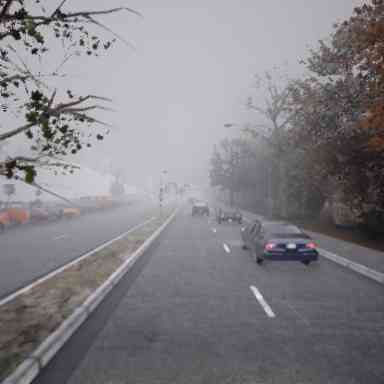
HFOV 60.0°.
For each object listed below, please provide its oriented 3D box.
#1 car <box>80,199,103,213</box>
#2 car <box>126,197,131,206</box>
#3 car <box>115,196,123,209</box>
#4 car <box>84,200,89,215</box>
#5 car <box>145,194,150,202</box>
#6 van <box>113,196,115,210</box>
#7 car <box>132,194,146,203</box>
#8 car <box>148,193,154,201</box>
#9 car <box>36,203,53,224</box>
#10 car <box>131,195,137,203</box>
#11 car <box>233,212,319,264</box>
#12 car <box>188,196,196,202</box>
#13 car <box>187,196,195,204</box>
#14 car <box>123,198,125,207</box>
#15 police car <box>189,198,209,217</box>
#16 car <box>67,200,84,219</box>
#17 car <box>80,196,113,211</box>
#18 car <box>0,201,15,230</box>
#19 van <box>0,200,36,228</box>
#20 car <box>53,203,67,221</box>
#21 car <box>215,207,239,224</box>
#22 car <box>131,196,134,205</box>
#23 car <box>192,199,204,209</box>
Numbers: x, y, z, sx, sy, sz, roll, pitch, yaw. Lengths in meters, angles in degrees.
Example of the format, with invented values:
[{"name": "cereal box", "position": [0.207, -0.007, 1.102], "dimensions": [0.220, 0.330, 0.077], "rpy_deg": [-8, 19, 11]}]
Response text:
[{"name": "car", "position": [-13.864, 1.951, 41.441], "dimensions": [4.674, 1.452, 2.002], "rpy_deg": [-1, 0, -20]}, {"name": "car", "position": [-13.830, 1.782, 59.352], "dimensions": [4.553, 1.767, 2.185], "rpy_deg": [-1, 0, -20]}, {"name": "car", "position": [-13.841, 1.661, 50.409], "dimensions": [5.566, 2.045, 2.435], "rpy_deg": [-1, 0, -20]}, {"name": "car", "position": [-13.843, 1.923, 35.484], "dimensions": [4.792, 1.488, 2.163], "rpy_deg": [-1, -1, -20]}, {"name": "car", "position": [-14.016, 1.893, 83.273], "dimensions": [5.366, 1.575, 1.946], "rpy_deg": [-1, 0, -20]}, {"name": "van", "position": [-13.759, 1.687, 47.456], "dimensions": [4.442, 1.987, 1.878], "rpy_deg": [-1, 0, -20]}, {"name": "car", "position": [-13.822, 1.929, 77.349], "dimensions": [4.792, 1.488, 2.163], "rpy_deg": [-1, 0, -20]}, {"name": "car", "position": [-13.818, 1.626, 89.364], "dimensions": [5.566, 2.045, 2.435], "rpy_deg": [-1, 0, -20]}, {"name": "car", "position": [-13.870, 1.871, 26.515], "dimensions": [4.674, 1.452, 2.002], "rpy_deg": [-1, 0, -20]}, {"name": "car", "position": [-13.829, 1.935, 65.343], "dimensions": [4.792, 1.488, 2.163], "rpy_deg": [-1, 0, -20]}, {"name": "car", "position": [3.011, 1.713, 12.540], "dimensions": [2.033, 1.411, 5.357], "rpy_deg": [0, -1, 0]}, {"name": "car", "position": [-0.005, 1.815, 88.957], "dimensions": [2.128, 1.511, 4.902], "rpy_deg": [0, 0, 0]}, {"name": "car", "position": [-0.005, 1.810, 73.957], "dimensions": [1.837, 1.490, 4.892], "rpy_deg": [0, 0, 0]}, {"name": "car", "position": [-13.855, 1.913, 53.378], "dimensions": [4.892, 1.521, 2.231], "rpy_deg": [-1, 0, -20]}, {"name": "police car", "position": [0.898, 1.833, 37.489], "dimensions": [1.930, 1.638, 5.238], "rpy_deg": [0, 0, 0]}, {"name": "car", "position": [-13.700, 1.873, 32.557], "dimensions": [5.366, 1.575, 1.946], "rpy_deg": [-1, -1, -20]}, {"name": "car", "position": [-13.895, 1.664, 44.413], "dimensions": [5.566, 2.045, 2.435], "rpy_deg": [-1, 0, -20]}, {"name": "car", "position": [-13.851, 1.641, 20.558], "dimensions": [4.553, 1.767, 2.185], "rpy_deg": [-1, -1, -20]}, {"name": "van", "position": [-13.772, 1.577, 23.586], "dimensions": [4.442, 1.987, 1.878], "rpy_deg": [-1, -1, -20]}, {"name": "car", "position": [-13.900, 1.889, 29.488], "dimensions": [4.792, 1.488, 2.163], "rpy_deg": [-1, 0, -20]}, {"name": "car", "position": [3.018, 1.955, 28.242], "dimensions": [1.895, 1.301, 4.718], "rpy_deg": [0, -1, 0]}, {"name": "car", "position": [-13.851, 1.947, 62.325], "dimensions": [4.674, 1.452, 2.002], "rpy_deg": [-1, 0, -20]}, {"name": "car", "position": [0.897, 1.923, 53.381], "dimensions": [1.837, 1.490, 4.892], "rpy_deg": [0, 0, 0]}]
